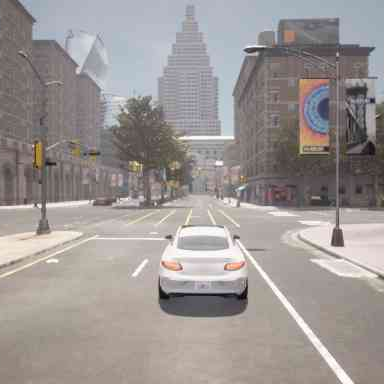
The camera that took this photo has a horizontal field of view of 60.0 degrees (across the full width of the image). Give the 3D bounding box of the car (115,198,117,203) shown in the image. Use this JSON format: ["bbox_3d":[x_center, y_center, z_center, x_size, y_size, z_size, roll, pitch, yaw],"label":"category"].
[{"bbox_3d":[-16.705,1.595,67.376,1.895,1.301,4.718,0,0,1],"label":"car"}]

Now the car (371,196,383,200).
[{"bbox_3d":[36.007,1.481,67.556,2.231,1.521,4.892,0,0,1],"label":"car"}]

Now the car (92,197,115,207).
[{"bbox_3d":[-14.016,1.564,51.832,1.994,1.385,4.181,0,0,3],"label":"car"}]

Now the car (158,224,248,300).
[{"bbox_3d":[0.266,1.526,8.303,1.812,1.442,4.674,0,0,2],"label":"car"}]
